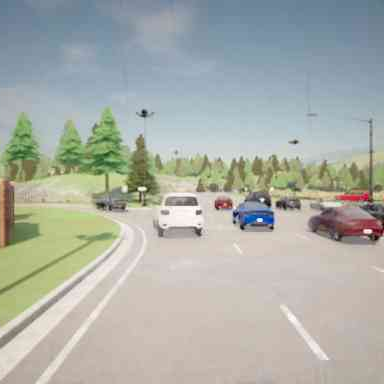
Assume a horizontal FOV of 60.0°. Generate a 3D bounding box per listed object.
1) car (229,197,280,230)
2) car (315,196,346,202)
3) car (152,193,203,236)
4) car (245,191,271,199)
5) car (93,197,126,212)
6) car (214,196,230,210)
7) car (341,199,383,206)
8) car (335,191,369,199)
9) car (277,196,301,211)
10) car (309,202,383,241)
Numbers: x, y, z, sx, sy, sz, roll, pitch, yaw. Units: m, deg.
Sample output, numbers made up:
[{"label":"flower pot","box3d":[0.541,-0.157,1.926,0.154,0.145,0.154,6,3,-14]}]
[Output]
[{"label":"car","box3d":[3.598,1.327,20.137,1.882,1.535,5.008,0,0,0]},{"label":"car","box3d":[14.099,1.337,35.460,1.895,1.301,4.718,0,0,0]},{"label":"car","box3d":[-0.890,1.088,17.809,2.150,2.045,5.566,0,0,-10]},{"label":"car","box3d":[7.098,0.952,36.164,2.150,2.045,5.566,0,0,0]},{"label":"car","box3d":[-8.715,1.231,34.895,2.128,1.511,4.902,0,0,-40]},{"label":"car","box3d":[3.597,1.190,38.569,1.882,1.535,5.008,0,0,0]},{"label":"car","box3d":[10.598,1.364,18.843,1.837,1.490,4.892,0,0,0]},{"label":"car","box3d":[24.700,0.840,51.242,5.566,2.045,2.150,0,1,41]},{"label":"car","box3d":[10.598,1.217,36.906,2.128,1.511,4.902,0,0,0]},{"label":"car","box3d":[7.099,1.408,15.735,1.812,1.442,4.674,0,0,0]}]
